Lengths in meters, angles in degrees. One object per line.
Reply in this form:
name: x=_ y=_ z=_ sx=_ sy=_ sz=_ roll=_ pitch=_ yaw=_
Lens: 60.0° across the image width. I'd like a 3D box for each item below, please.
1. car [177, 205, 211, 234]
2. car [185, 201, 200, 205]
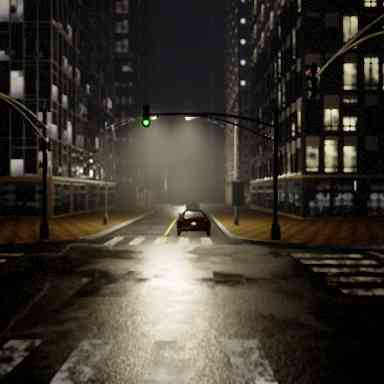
car: x=0.091 y=1.756 z=20.497 sx=1.994 sy=1.385 sz=4.181 roll=0 pitch=-1 yaw=0
car: x=0.078 y=1.936 z=46.086 sx=2.128 sy=1.511 sz=4.902 roll=0 pitch=-1 yaw=0
